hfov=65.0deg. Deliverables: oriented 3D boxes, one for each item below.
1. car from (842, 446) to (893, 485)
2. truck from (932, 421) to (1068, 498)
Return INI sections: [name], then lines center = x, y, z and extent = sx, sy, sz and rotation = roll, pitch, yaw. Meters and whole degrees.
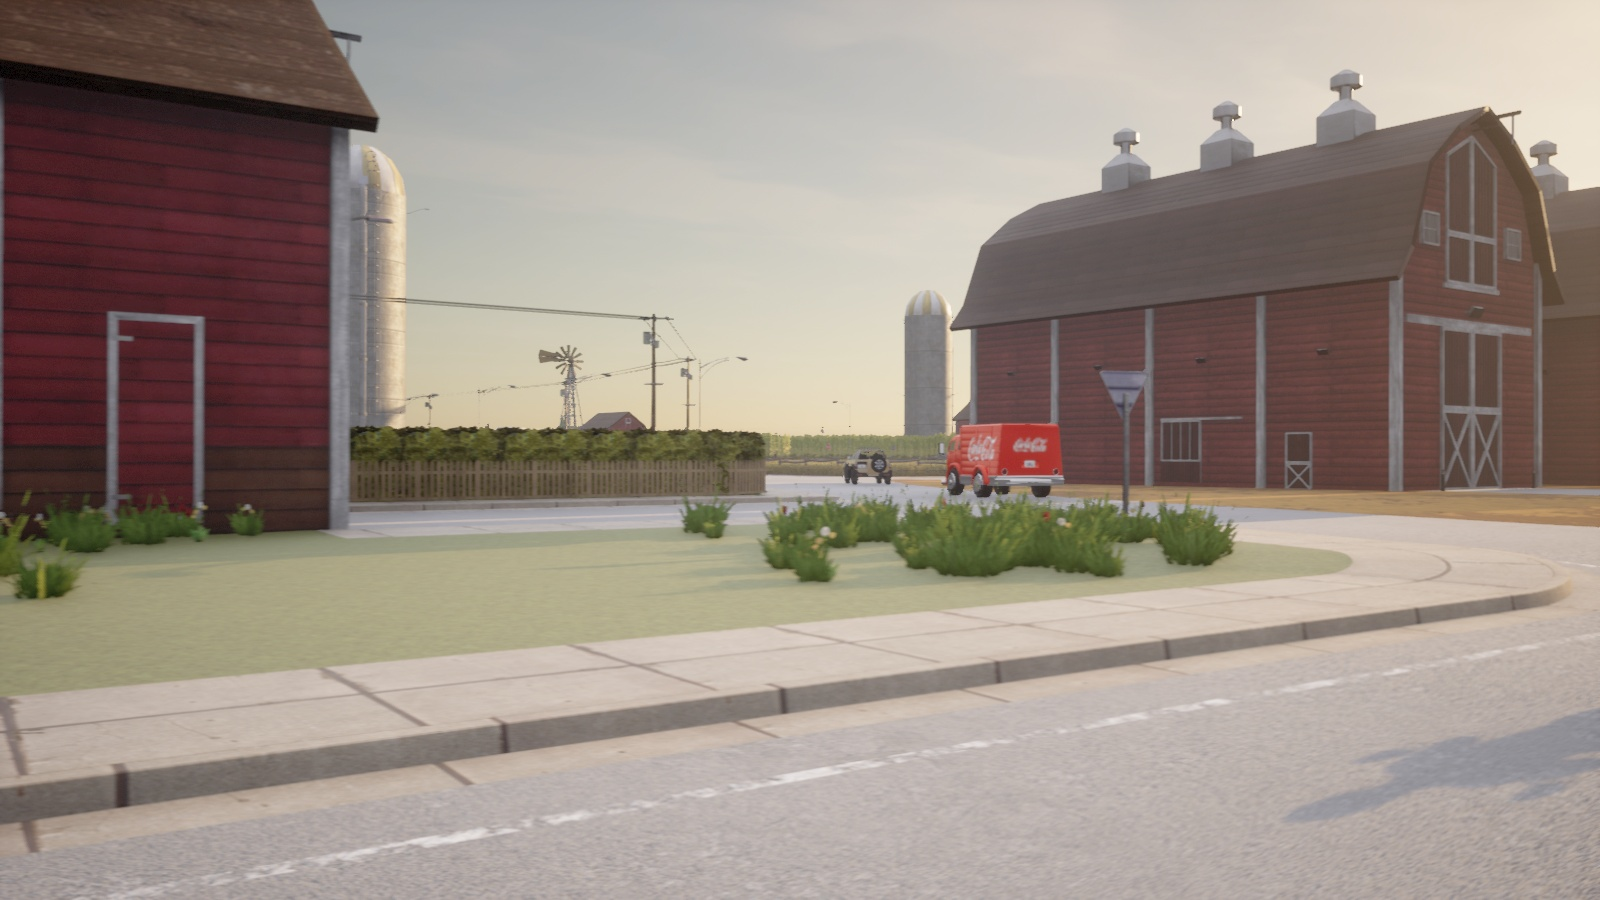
[car]
center = 3.325, 0.766, 62.623
extent = 1.932, 1.855, 4.605
rotation = 0, 0, -5
[truck]
center = 6.731, 0.333, 43.018
extent = 2.627, 2.467, 5.204
rotation = 0, -1, -16
